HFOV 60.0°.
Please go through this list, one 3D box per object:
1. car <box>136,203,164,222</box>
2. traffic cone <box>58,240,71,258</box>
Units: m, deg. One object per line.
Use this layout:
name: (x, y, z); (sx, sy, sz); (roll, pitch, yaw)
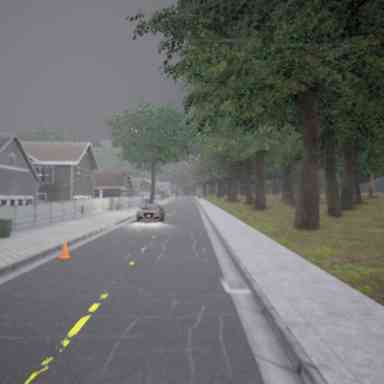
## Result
car: (-3.222, 1.549, 26.224); (1.994, 1.385, 4.181); (0, 0, -2)
traffic cone: (-4.373, 1.949, 11.471); (0.340, 0.580, 0.340); (0, 0, 0)
